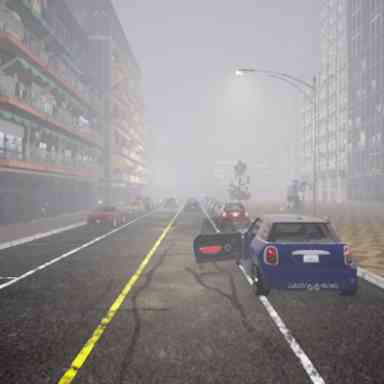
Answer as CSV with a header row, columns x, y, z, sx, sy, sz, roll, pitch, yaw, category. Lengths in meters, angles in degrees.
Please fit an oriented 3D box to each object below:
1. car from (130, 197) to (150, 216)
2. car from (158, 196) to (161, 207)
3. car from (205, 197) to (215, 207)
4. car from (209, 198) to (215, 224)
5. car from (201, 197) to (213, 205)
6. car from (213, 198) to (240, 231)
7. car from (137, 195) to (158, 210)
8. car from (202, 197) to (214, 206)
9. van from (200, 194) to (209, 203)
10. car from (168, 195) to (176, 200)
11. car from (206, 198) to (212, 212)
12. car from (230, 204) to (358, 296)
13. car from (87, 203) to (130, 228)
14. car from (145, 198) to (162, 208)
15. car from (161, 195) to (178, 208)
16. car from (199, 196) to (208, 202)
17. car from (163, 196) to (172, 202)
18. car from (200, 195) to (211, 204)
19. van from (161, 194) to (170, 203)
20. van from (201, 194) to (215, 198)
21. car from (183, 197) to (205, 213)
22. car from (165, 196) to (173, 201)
x,y,z,sx,sy,sz,roll,pitch,yaw,category
-5.702,1.529,33.280,1.752,1.417,4.829,0,0,0,car
-5.703,1.560,44.503,2.008,1.369,4.403,0,0,0,car
2.678,1.588,38.977,1.802,1.307,4.206,0,0,0,car
2.680,1.527,28.094,1.752,1.417,4.829,0,0,0,car
2.674,1.590,61.084,1.947,1.339,4.313,0,0,0,car
2.680,1.440,22.397,1.967,1.590,4.097,0,0,0,car
-5.704,1.321,38.976,2.192,1.841,5.009,0,0,0,car
2.675,1.544,55.726,1.752,1.417,4.829,0,0,0,car
2.670,1.380,72.138,1.690,1.788,3.998,0,0,0,van
-5.712,1.639,94.242,1.947,1.339,4.313,0,0,0,car
2.679,1.586,33.451,1.802,1.307,4.206,0,0,0,car
2.384,1.350,8.784,2.097,1.767,4.553,0,0,0,car
-5.699,1.544,22.396,1.887,1.381,4.507,0,0,0,car
-5.704,1.564,50.030,2.008,1.369,4.403,0,0,0,car
-3.010,1.532,47.526,1.837,1.490,4.892,0,0,0,car
2.671,1.572,77.833,1.752,1.417,4.829,0,0,0,car
-5.709,1.628,77.662,1.802,1.307,4.206,0,0,0,car
2.672,1.471,66.610,1.967,1.590,4.097,0,0,0,car
-5.710,1.380,72.137,1.690,1.788,3.998,0,0,0,van
2.675,1.355,50.031,1.690,1.788,3.998,0,0,0,van
0.064,1.569,36.400,1.994,1.385,4.181,0,0,0,car
-5.710,1.637,83.188,1.802,1.307,4.206,0,0,0,car
